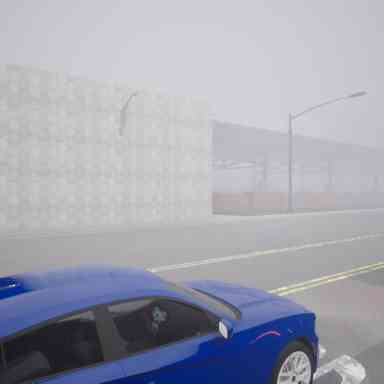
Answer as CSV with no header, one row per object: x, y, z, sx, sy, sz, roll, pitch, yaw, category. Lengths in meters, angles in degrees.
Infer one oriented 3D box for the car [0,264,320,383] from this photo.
-0.805,1.478,3.174,5.008,1.535,1.882,0,0,-36,car
